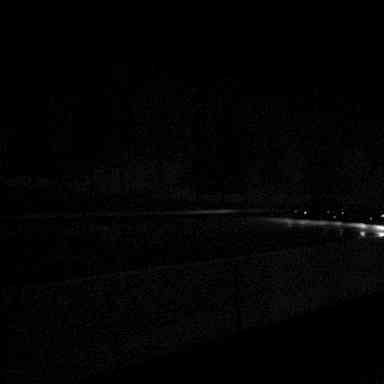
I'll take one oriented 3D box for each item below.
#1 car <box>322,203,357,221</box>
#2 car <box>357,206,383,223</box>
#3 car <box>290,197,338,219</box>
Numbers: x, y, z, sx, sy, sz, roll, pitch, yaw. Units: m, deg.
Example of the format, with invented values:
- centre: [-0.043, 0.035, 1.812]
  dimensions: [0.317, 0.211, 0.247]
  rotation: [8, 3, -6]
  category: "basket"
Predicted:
- centre: [14.368, 1.908, 30.112]
  dimensions: [4.718, 1.301, 1.895]
  rotation: [1, 0, -30]
  category: "car"
- centre: [15.885, 1.829, 26.944]
  dimensions: [4.674, 1.442, 1.812]
  rotation: [1, -1, -30]
  category: "car"
- centre: [12.248, 1.522, 32.925]
  dimensions: [5.566, 2.045, 2.150]
  rotation: [1, -1, -30]
  category: "car"
